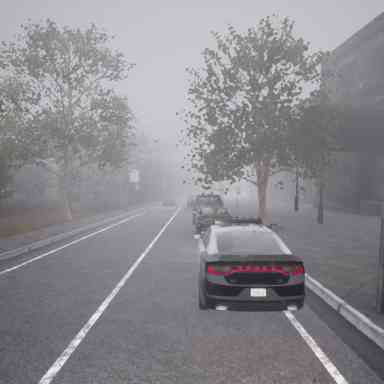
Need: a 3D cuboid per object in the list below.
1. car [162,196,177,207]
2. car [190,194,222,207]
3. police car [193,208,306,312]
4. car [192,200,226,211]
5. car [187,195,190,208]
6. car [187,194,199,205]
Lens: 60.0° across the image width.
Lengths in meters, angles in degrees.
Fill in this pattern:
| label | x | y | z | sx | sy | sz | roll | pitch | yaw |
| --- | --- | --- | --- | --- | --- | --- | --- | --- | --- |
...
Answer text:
| label | x | y | z | sx | sy | sz | roll | pitch | yaw |
| --- | --- | --- | --- | --- | --- | --- | --- | --- | --- |
| car | -3.321 | 1.412 | 48.874 | 1.837 | 1.490 | 4.892 | 0 | 0 | 0 |
| car | 1.125 | 1.178 | 23.927 | 2.150 | 2.045 | 5.566 | 0 | 0 | 0 |
| police car | 1.076 | 1.410 | 7.937 | 1.930 | 1.638 | 5.238 | 0 | 0 | 0 |
| car | 1.106 | 1.444 | 17.875 | 1.882 | 1.535 | 5.008 | 0 | 0 | 0 |
| car | 0.228 | 1.514 | 45.892 | 1.895 | 1.301 | 4.718 | 0 | 0 | 0 |
| car | 0.190 | 1.242 | 58.144 | 2.097 | 1.767 | 4.553 | 0 | 0 | 1 |
